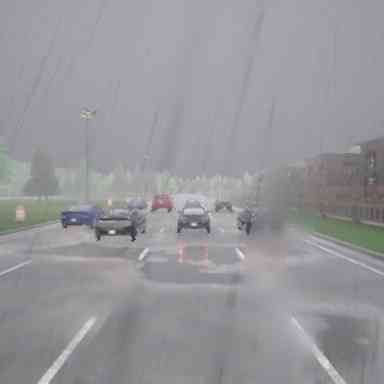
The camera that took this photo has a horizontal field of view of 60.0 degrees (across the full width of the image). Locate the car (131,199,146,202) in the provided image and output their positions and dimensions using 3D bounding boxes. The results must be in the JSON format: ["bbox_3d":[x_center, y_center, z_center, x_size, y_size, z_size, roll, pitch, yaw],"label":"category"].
[{"bbox_3d":[-6.892,1.553,42.526,1.994,1.385,4.181,0,0,0],"label":"car"}]

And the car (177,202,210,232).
[{"bbox_3d":[0.104,1.520,19.740,1.812,1.442,4.674,0,0,0],"label":"car"}]

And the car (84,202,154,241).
[{"bbox_3d":[-3.397,1.486,16.545,2.128,1.511,4.902,0,0,0],"label":"car"}]

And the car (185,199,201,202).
[{"bbox_3d":[0.108,1.553,40.111,1.994,1.385,4.181,0,0,0],"label":"car"}]

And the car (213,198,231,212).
[{"bbox_3d":[3.608,1.494,39.364,1.837,1.490,4.892,0,0,0],"label":"car"}]

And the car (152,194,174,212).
[{"bbox_3d":[-3.394,1.211,38.986,2.150,2.045,5.566,0,0,0],"label":"car"}]

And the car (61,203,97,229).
[{"bbox_3d":[-6.896,1.472,21.833,1.882,1.535,5.008,0,0,0],"label":"car"}]

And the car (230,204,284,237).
[{"bbox_3d":[3.603,1.487,18.198,2.128,1.511,4.902,0,0,0],"label":"car"}]
